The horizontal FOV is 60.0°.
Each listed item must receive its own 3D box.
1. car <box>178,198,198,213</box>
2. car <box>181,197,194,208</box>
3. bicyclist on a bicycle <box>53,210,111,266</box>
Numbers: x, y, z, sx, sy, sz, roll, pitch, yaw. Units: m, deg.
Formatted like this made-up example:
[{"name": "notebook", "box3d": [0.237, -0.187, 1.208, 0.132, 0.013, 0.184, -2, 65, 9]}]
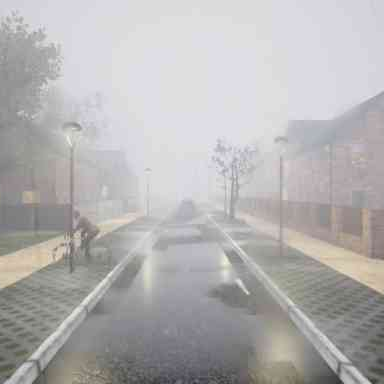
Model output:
[{"name": "car", "box3d": [-0.481, 1.546, 36.943, 1.812, 1.442, 4.674, 0, 0, -1]}, {"name": "car", "box3d": [-0.669, 1.553, 48.750, 1.812, 1.442, 4.674, 0, 0, -1]}, {"name": "bicyclist on a bicycle", "box3d": [-3.122, 1.340, 9.431, 1.656, 1.620, 0.582, -1, 0, -1]}]
